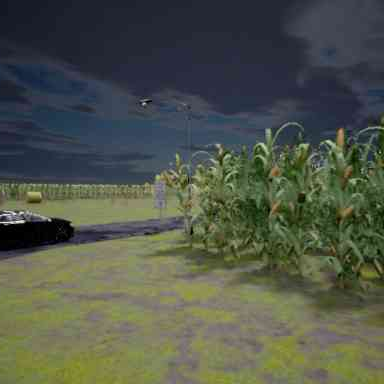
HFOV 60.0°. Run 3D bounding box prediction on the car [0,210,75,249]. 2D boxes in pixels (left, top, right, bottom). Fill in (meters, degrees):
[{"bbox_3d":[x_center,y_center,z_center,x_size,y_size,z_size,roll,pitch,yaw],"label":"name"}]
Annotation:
[{"bbox_3d":[-7.356,1.517,14.109,2.128,1.511,4.902,1,0,34],"label":"car"}]
